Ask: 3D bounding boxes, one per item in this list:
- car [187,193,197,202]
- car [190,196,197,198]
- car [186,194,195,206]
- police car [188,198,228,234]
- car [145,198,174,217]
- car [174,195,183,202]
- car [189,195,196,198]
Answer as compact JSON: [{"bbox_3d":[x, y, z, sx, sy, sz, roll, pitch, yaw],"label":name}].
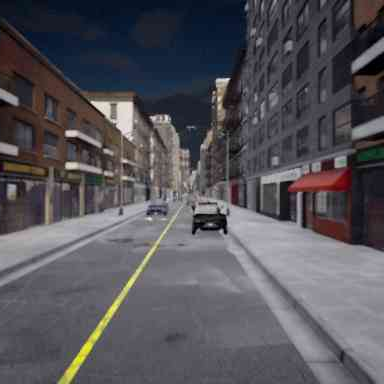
[{"bbox_3d":[-0.006,1.180,68.883,2.097,1.767,4.553,0,0,0],"label":"car"},{"bbox_3d":[0.898,1.406,28.756,1.882,1.535,5.008,0,0,0],"label":"car"},{"bbox_3d":[-0.004,1.440,53.912,2.033,1.411,5.357,0,0,0],"label":"car"},{"bbox_3d":[0.898,1.375,18.866,1.930,1.638,5.238,0,0,0],"label":"police car"},{"bbox_3d":[-3.099,1.471,31.047,2.033,1.411,5.357,0,0,0],"label":"car"},{"bbox_3d":[-3.006,1.390,71.603,1.994,1.385,4.181,0,0,0],"label":"car"},{"bbox_3d":[0.897,1.372,34.946,1.801,1.575,5.366,0,0,0],"label":"car"}]
